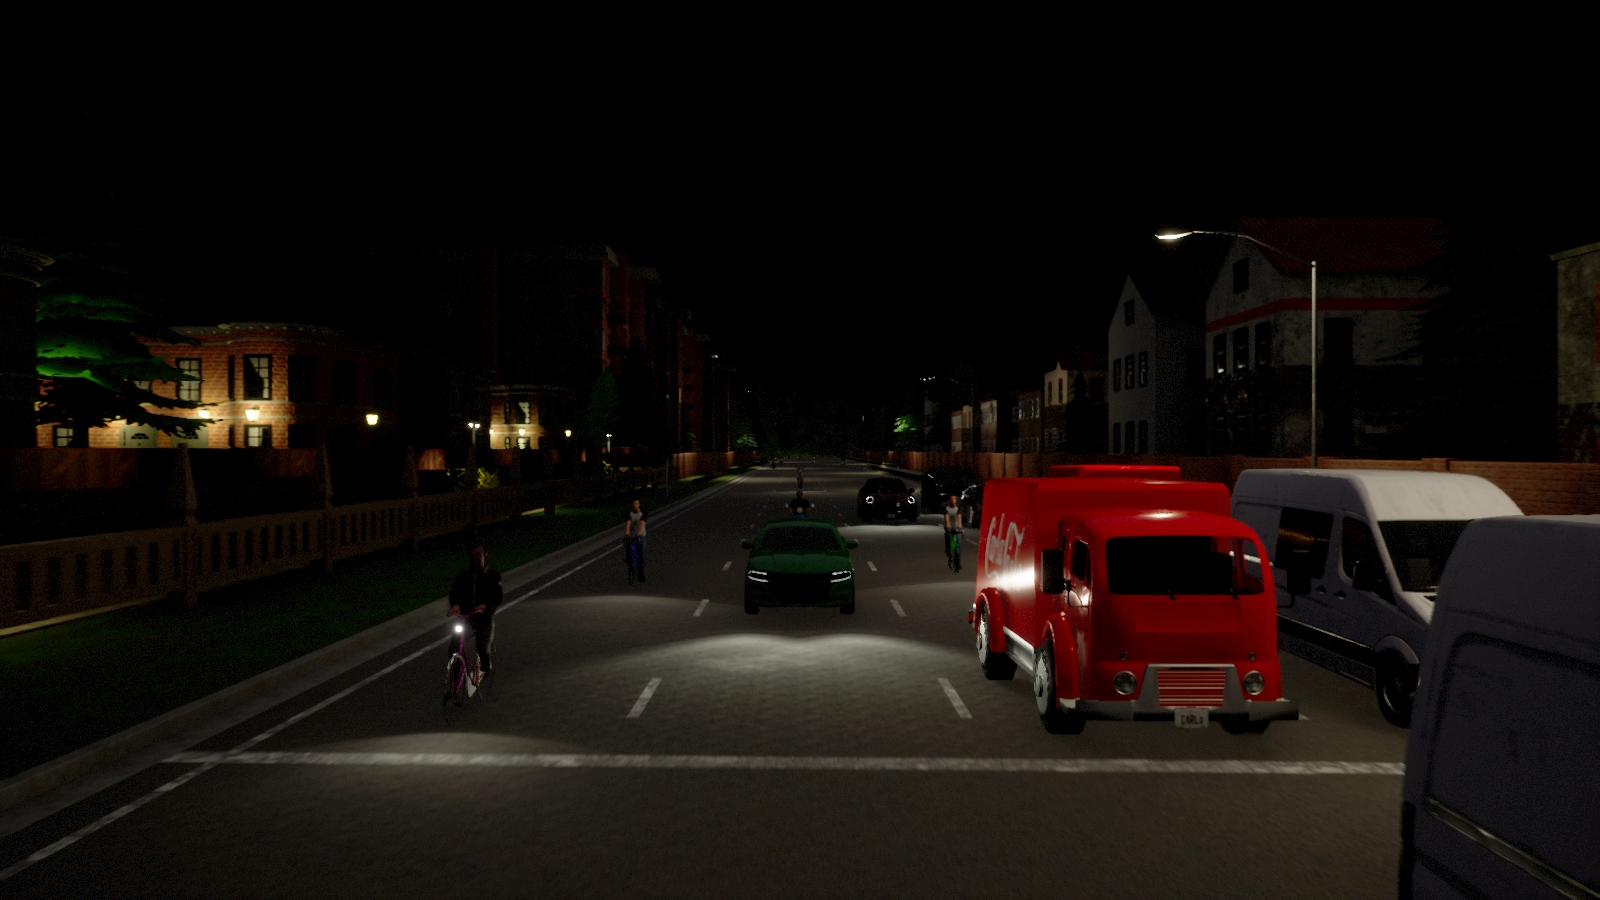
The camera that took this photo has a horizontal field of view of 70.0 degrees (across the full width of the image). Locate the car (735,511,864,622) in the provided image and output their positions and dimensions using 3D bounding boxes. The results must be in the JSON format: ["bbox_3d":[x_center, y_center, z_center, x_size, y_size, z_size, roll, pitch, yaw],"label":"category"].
[{"bbox_3d":[-0.007,2.036,21.158,2.097,1.535,5.006,0,0,0],"label":"car"}]

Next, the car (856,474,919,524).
[{"bbox_3d":[3.436,1.909,45.477,2.097,1.767,4.553,0,0,-1],"label":"car"}]

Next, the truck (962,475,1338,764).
[{"bbox_3d":[3.494,1.569,12.809,2.627,2.467,5.204,0,0,0],"label":"truck"}]

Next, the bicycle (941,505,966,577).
[{"bbox_3d":[3.515,2.058,26.199,0.373,1.496,1.643,0,0,0],"label":"bicycle"}]

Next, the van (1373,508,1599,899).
[{"bbox_3d":[3.503,1.535,2.041,1.988,2.561,5.915,0,0,0],"label":"van"}]

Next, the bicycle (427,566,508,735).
[{"bbox_3d":[-3.497,2.061,12.119,0.329,1.471,1.835,0,0,0],"label":"bicycle"}]

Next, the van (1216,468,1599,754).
[{"bbox_3d":[6.998,1.536,13.515,1.988,2.561,5.915,0,0,0],"label":"van"}]

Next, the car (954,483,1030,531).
[{"bbox_3d":[6.982,2.043,41.993,2.007,1.525,4.514,0,0,0],"label":"car"}]

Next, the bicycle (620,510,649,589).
[{"bbox_3d":[-3.458,2.058,23.960,0.373,1.496,1.643,0,0,0],"label":"bicycle"}]

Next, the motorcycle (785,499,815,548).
[{"bbox_3d":[-0.012,2.144,33.487,0.856,1.316,1.805,0,0,0],"label":"motorcycle"}]
